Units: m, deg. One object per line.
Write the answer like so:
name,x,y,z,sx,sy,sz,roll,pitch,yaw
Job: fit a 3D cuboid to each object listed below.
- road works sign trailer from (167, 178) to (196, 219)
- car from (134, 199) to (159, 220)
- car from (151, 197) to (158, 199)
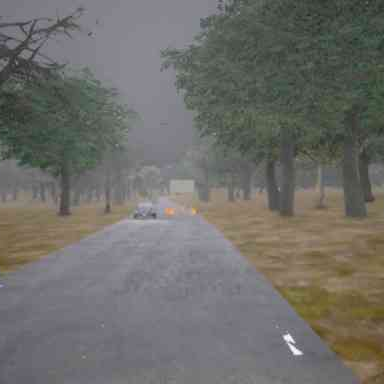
road works sign trailer,-0.905,0.534,30.019,2.380,3.560,2.880,0,0,-4
car,-4.028,1.593,29.439,1.812,1.442,4.674,0,0,-3
car,-7.990,1.851,70.369,2.033,1.411,5.357,0,0,-7
